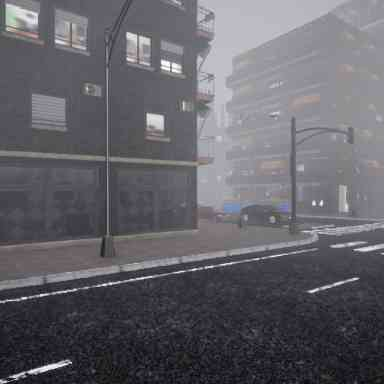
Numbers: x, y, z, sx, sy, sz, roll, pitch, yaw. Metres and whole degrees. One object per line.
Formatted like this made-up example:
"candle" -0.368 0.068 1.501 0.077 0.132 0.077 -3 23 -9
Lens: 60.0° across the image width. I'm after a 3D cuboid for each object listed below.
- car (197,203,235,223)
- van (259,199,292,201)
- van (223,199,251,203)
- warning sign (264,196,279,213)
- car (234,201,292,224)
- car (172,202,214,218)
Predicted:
"car" 1.653 1.874 28.643 1.802 1.307 4.206 -1 0 -37
"van" 8.372 1.603 33.588 1.690 1.788 3.998 -1 0 -37
"van" 5.038 1.676 38.090 1.690 1.788 3.998 -1 0 -37
"warning sign" 8.849 1.400 36.979 1.300 1.860 1.060 1 0 -37
"car" 6.015 1.737 27.078 1.837 1.490 4.892 0 -1 -35
"car" 0.058 1.869 35.110 1.837 1.490 4.892 0 -1 -36
